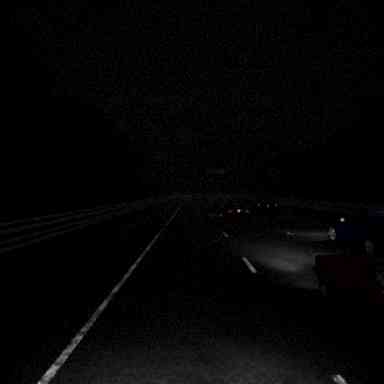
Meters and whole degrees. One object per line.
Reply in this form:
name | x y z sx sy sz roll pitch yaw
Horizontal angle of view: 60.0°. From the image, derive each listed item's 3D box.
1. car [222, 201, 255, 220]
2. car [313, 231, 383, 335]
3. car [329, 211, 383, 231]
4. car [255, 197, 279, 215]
car | 3.613 1.525 28.174 2.033 1.411 5.357 0 0 0
car | 3.597 1.597 5.250 1.895 1.301 4.718 0 0 0
car | 7.104 1.467 12.978 1.882 1.535 5.008 0 0 0
car | 7.112 1.325 33.233 2.097 1.767 4.553 0 0 0
